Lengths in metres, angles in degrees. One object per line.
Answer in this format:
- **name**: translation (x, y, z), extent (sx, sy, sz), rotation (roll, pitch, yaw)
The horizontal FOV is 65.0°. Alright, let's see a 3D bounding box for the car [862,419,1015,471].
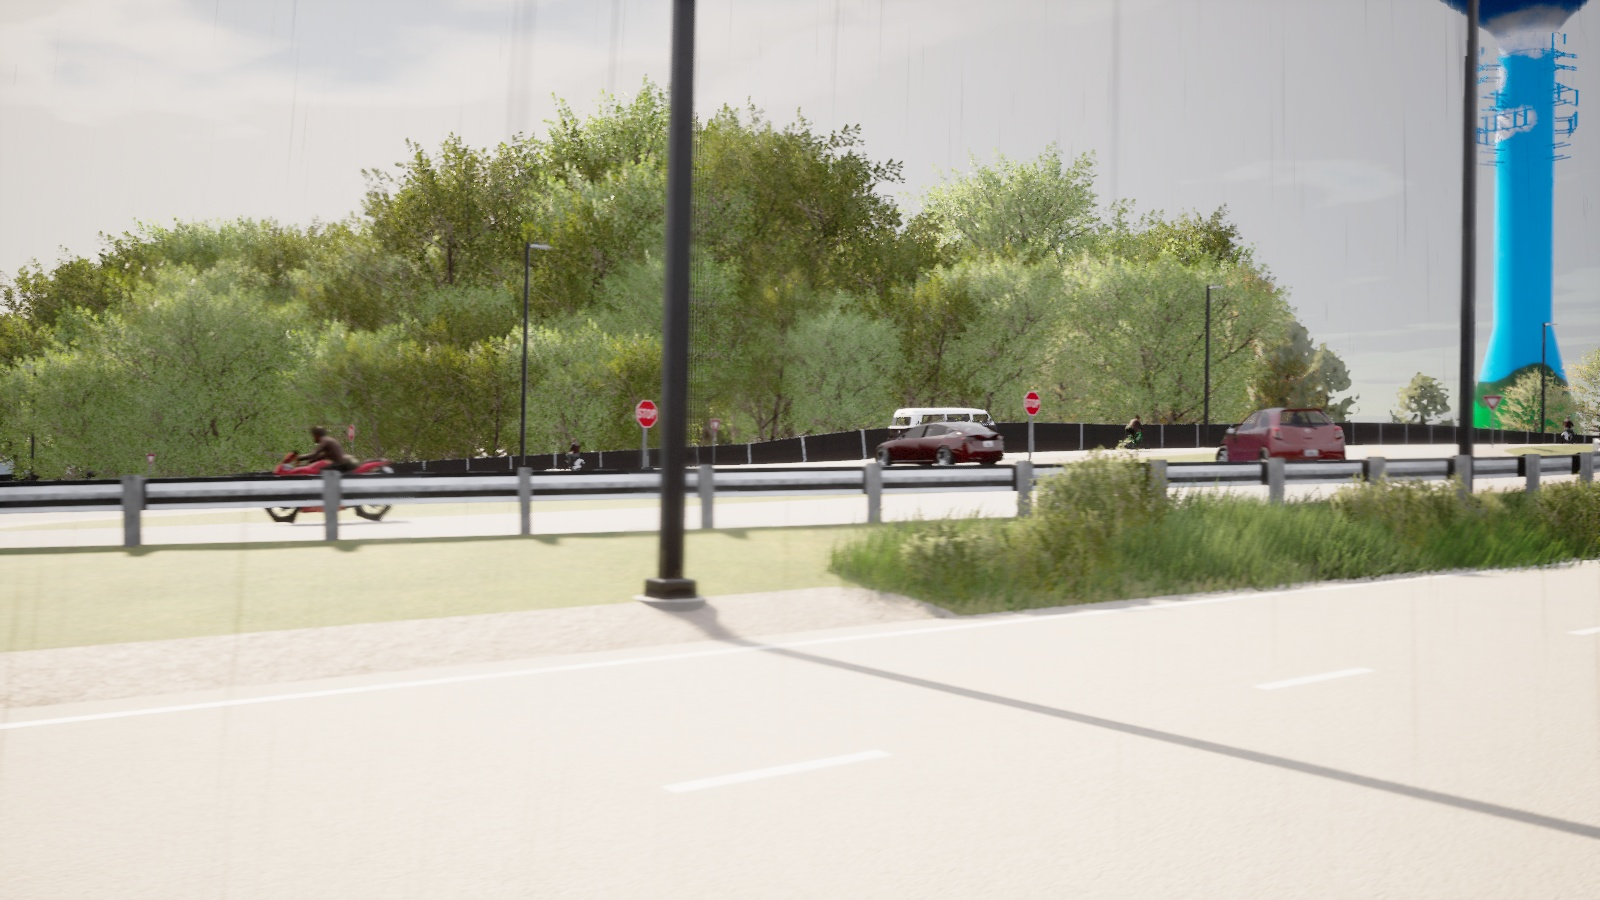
- **car**: translation (4.301, -0.158, 39.736), extent (2.163, 1.488, 4.792), rotation (-3, 2, -34)

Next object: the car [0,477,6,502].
- **car**: translation (-51.056, 2.466, 77.318), extent (1.882, 1.535, 5.008), rotation (0, -1, -10)

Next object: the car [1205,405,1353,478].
- **car**: translation (10.703, -0.210, 28.334), extent (1.845, 1.501, 3.633), rotation (-1, 1, -1)

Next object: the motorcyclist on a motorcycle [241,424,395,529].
- **motorcyclist on a motorcycle**: translation (-7.415, 0.414, 19.374), extent (2.044, 1.523, 0.797), rotation (-2, -2, 0)

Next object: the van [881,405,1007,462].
- **van**: translation (5.606, -0.651, 48.713), extent (4.480, 2.038, 2.069), rotation (-3, 1, -33)
